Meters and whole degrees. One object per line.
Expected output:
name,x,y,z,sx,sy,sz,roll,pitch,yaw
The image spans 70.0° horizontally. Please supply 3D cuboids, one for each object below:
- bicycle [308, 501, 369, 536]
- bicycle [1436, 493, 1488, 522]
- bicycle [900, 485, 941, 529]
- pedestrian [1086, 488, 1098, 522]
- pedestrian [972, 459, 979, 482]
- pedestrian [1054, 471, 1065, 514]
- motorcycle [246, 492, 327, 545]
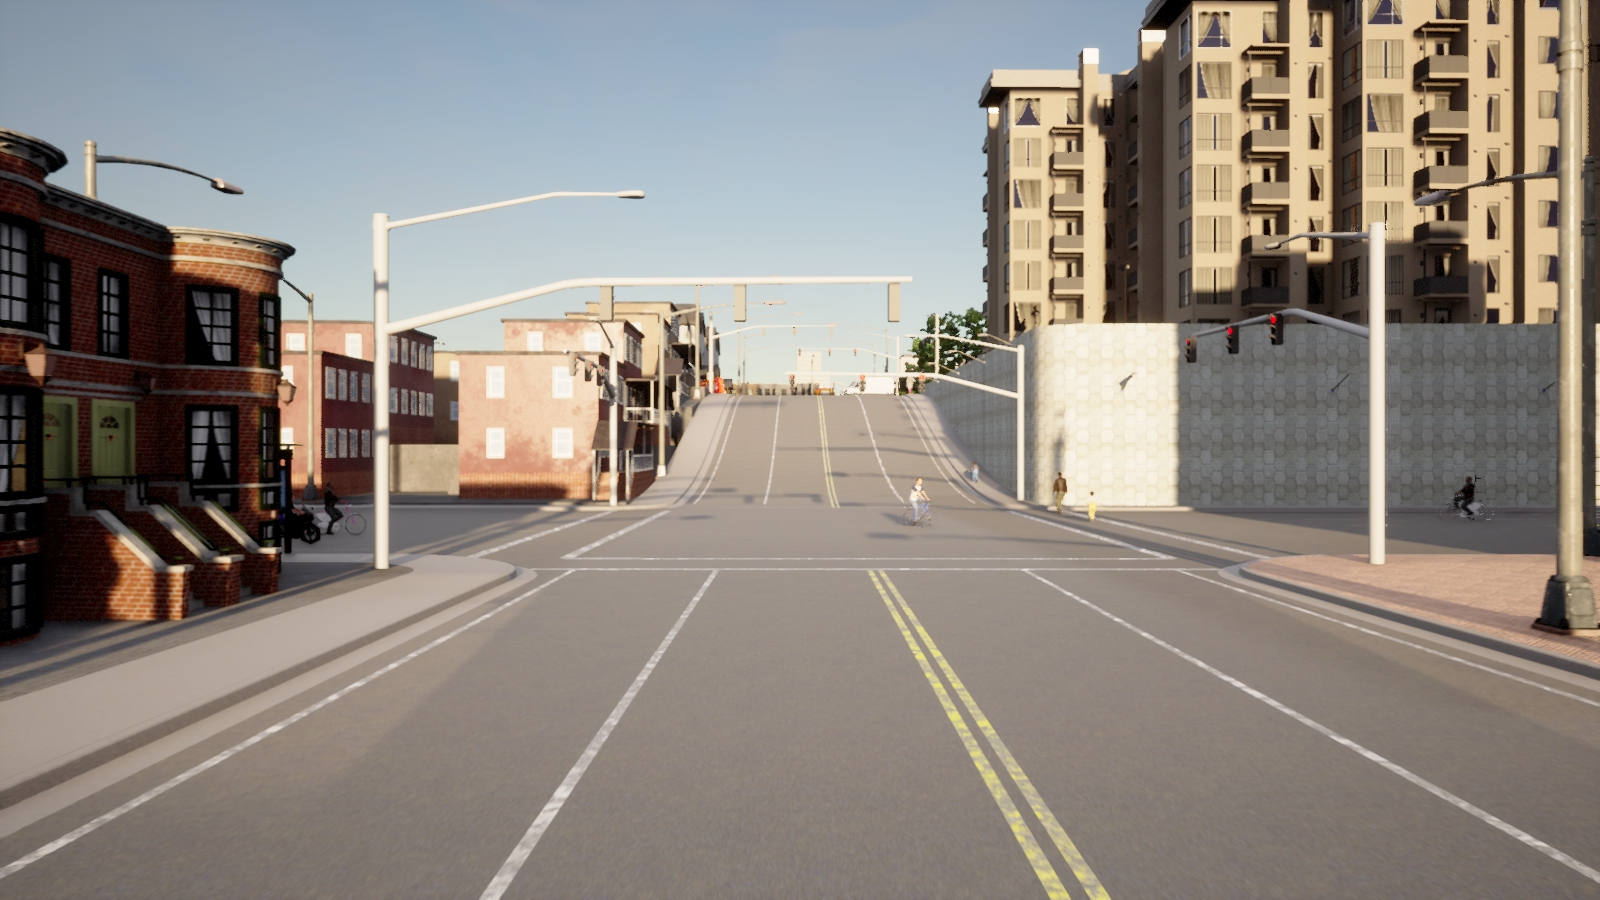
bicycle,-15.033,2.221,37.242,1.835,1.126,0.329,0,0,0
bicycle,25.553,2.219,44.103,1.835,1.126,0.329,0,0,0
bicycle,4.315,2.031,41.083,0.373,1.521,1.643,2,-1,-39
pedestrian,11.240,2.115,43.974,0.375,1.300,0.375,0,0,4
pedestrian,10.104,1.192,65.787,0.375,1.300,0.375,0,0,1
pedestrian,11.227,1.833,49.375,0.375,1.860,0.375,0,0,-5
motorcycle,-15.154,2.022,33.737,2.033,1.505,0.803,0,0,0
